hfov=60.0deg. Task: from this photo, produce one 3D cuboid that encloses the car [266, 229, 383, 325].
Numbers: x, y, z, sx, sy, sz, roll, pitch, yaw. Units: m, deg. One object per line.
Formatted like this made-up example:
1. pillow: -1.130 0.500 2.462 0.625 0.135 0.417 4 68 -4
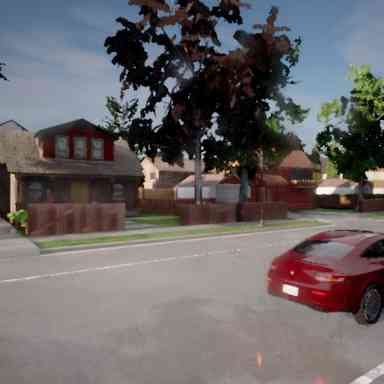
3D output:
1. car: 3.576 1.531 7.080 4.674 1.442 1.812 0 0 -35
